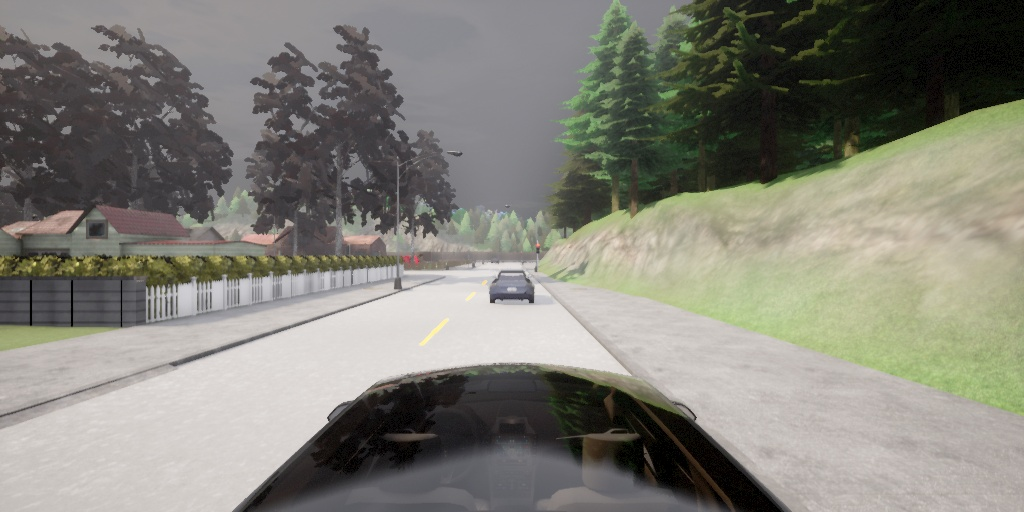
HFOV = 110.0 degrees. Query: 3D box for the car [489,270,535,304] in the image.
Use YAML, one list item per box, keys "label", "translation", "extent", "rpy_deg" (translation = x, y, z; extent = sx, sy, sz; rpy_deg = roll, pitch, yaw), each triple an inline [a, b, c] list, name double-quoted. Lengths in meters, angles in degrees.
- label: "car"
  translation: [0.000, 1.319, 16.500]
  extent: [1.994, 1.385, 4.181]
  rpy_deg: [0, 0, 0]
